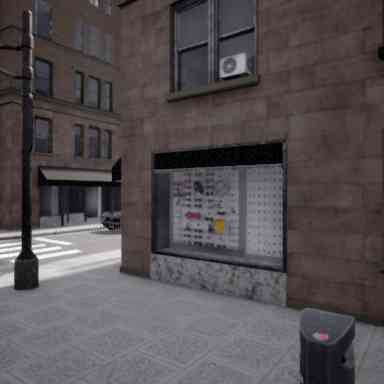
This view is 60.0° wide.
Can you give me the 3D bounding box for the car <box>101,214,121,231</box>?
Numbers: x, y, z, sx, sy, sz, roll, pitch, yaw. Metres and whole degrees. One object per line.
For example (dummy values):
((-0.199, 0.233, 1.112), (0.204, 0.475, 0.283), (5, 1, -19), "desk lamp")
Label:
((-2.967, 1.540, 19.587), (1.895, 1.301, 4.718), (0, 0, 37), "car")
